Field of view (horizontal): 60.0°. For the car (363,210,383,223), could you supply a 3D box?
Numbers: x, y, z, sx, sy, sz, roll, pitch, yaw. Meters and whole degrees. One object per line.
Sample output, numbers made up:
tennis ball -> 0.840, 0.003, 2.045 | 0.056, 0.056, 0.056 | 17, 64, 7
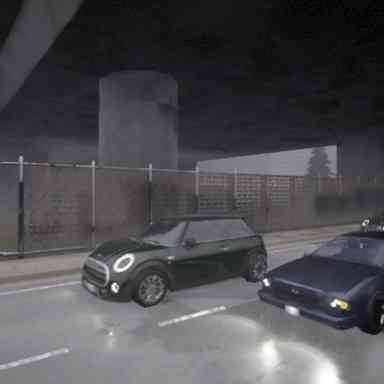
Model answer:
car -> 9.858, 1.410, 15.554 | 4.553, 1.767, 2.097 | 0, 0, -36

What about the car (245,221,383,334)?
car -> 3.849, 1.572, 6.965 | 5.357, 1.411, 2.033 | 0, 0, -34

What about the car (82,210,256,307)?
car -> -0.265, 1.367, 8.152 | 4.553, 1.767, 2.097 | 0, 0, -36
